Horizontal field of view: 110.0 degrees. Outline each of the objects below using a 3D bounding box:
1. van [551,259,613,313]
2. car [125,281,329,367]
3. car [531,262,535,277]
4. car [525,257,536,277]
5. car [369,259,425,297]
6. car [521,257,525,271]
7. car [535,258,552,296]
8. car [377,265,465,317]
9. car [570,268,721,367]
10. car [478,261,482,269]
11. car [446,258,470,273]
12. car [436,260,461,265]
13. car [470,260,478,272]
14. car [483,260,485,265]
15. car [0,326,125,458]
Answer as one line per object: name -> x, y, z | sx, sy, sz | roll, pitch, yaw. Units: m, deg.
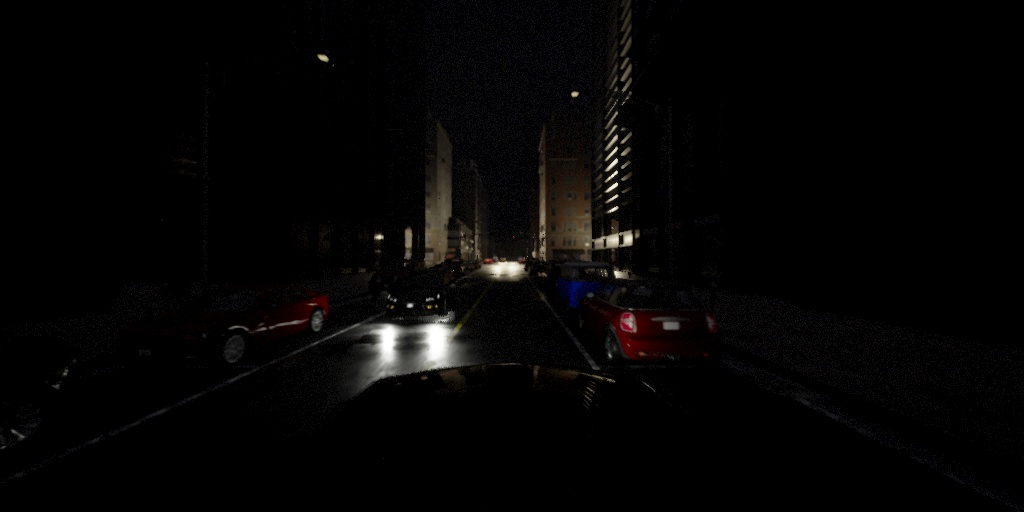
van -> 2.666, 1.098, 13.584 | 1.690, 1.789, 3.998 | 0, 0, 0
car -> -5.859, 1.299, 7.965 | 1.888, 1.381, 4.507 | 0, 0, 0
car -> 2.663, 1.316, 24.833 | 2.007, 1.370, 4.403 | 0, 0, 0
car -> 2.660, 1.216, 36.081 | 1.967, 1.591, 4.097 | 0, 0, 0
car -> -5.862, 1.076, 19.214 | 2.192, 1.841, 5.009 | 0, 0, 0
car -> 2.657, 1.101, 47.330 | 2.192, 1.841, 5.009 | 0, 0, 0
car -> 2.664, 1.076, 19.208 | 2.192, 1.841, 5.009 | 0, 0, 0
car -> -3.104, 1.262, 13.338 | 1.837, 1.490, 4.892 | 0, 0, 0
car -> 2.667, 1.193, 7.960 | 1.967, 1.591, 4.097 | 0, 0, 0
car -> -5.870, 1.336, 52.961 | 1.888, 1.381, 4.507 | 0, 0, 0
car -> -5.866, 1.090, 36.088 | 2.192, 1.841, 5.009 | 0, 0, 0
car -> -5.865, 1.315, 30.463 | 1.888, 1.381, 4.507 | 0, 0, 0
car -> -5.869, 1.311, 47.167 | 1.751, 1.417, 4.829 | 0, 0, 0
car -> -5.871, 1.322, 58.416 | 1.751, 1.417, 4.829 | 0, 0, 0
car -> -5.858, 1.316, 2.341 | 1.948, 1.339, 4.313 | 0, 0, 0
